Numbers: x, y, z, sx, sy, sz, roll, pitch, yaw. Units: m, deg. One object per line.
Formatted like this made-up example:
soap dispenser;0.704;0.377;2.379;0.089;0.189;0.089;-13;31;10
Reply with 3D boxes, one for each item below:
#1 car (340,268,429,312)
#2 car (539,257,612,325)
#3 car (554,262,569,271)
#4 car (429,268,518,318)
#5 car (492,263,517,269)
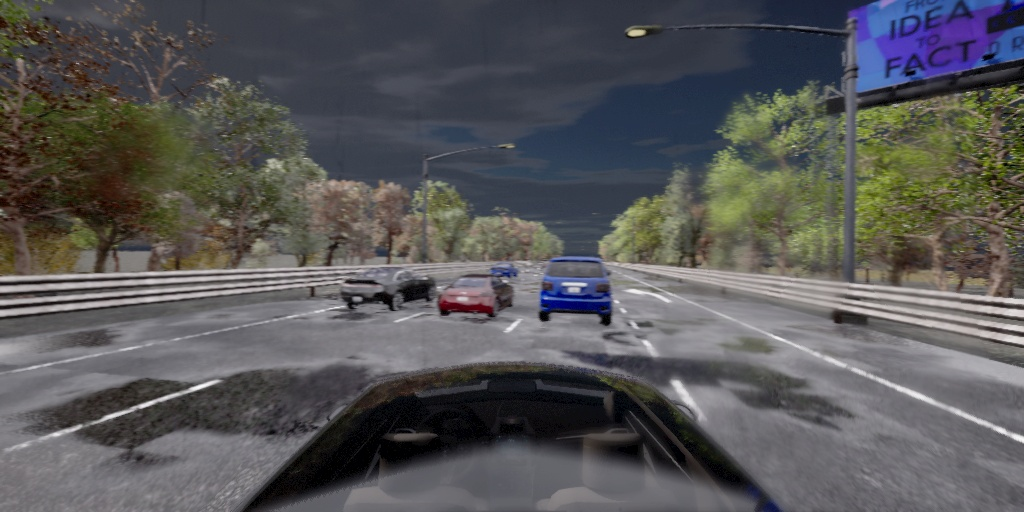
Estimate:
car;-4.579;1.211;14.091;2.128;1.511;4.902;1;0;12
car;2.271;1.061;12.621;2.150;2.045;5.566;1;0;12
car;8.360;1.721;60.079;2.128;1.511;4.902;1;0;12
car;-1.164;1.343;13.324;1.994;1.385;4.181;1;0;12
car;-0.651;1.364;33.371;1.882;1.535;5.008;1;0;12
